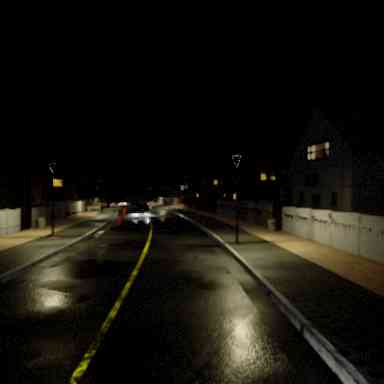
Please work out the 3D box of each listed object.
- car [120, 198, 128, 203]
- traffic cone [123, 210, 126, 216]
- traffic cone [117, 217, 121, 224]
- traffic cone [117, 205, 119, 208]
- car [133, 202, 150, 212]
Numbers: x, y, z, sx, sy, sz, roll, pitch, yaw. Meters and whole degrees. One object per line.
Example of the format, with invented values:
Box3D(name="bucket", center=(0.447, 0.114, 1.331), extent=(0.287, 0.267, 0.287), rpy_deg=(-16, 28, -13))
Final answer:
Box3D(name="car", center=(-18.150, 2.223, 88.780), extent=(2.128, 1.511, 4.902), rpy_deg=(0, 0, -9))
Box3D(name="traffic cone", center=(-6.255, 2.197, 30.126), extent=(0.340, 0.580, 0.340), rpy_deg=(0, 0, -9))
Box3D(name="traffic cone", center=(-5.551, 2.156, 25.236), extent=(0.340, 0.580, 0.340), rpy_deg=(0, 0, -8))
Box3D(name="traffic cone", center=(-11.557, 2.413, 54.241), extent=(0.340, 0.580, 0.340), rpy_deg=(0, 0, -16))
Box3D(name="car", center=(-6.666, 1.942, 43.670), extent=(1.895, 1.301, 4.718), rpy_deg=(0, 0, -13))
